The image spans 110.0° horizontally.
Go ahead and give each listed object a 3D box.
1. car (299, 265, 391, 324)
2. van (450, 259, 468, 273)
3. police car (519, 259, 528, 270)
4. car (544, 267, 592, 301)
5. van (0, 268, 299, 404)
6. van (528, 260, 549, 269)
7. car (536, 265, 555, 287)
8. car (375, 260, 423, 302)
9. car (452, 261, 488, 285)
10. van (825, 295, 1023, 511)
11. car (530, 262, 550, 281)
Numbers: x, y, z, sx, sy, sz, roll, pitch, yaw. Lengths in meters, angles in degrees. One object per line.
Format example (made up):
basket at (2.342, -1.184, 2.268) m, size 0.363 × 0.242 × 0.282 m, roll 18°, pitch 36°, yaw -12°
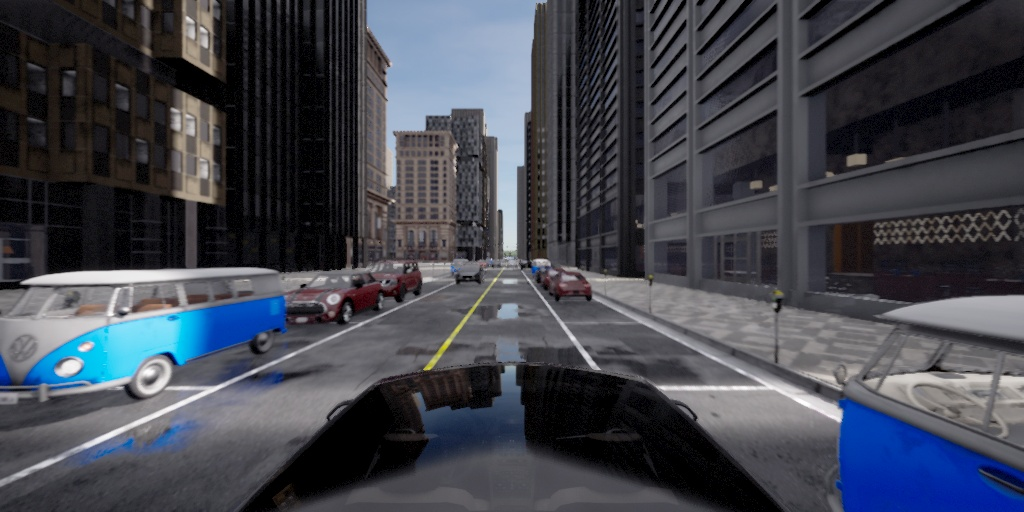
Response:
car at (-5.764, 1.235, 11.822) m, size 1.967 × 1.591 × 4.097 m, roll 0°, pitch 0°, yaw 0°
van at (-5.766, 1.261, 40.028) m, size 1.690 × 1.789 × 3.998 m, roll 0°, pitch 0°, yaw 0°
police car at (2.361, 1.426, 58.802) m, size 1.930 × 1.638 × 5.238 m, roll 0°, pitch 0°, yaw 0°
car at (2.761, 1.402, 17.469) m, size 1.802 × 1.307 × 4.207 m, roll 0°, pitch 0°, yaw 0°
van at (-5.763, 1.111, 6.182) m, size 1.690 × 1.789 × 3.998 m, roll 0°, pitch 0°, yaw 0°
van at (2.759, 1.236, 34.390) m, size 1.690 × 1.789 × 3.998 m, roll 0°, pitch 0°, yaw 0°
car at (2.761, 1.427, 23.109) m, size 1.802 × 1.307 × 4.207 m, roll 0°, pitch 0°, yaw 0°
car at (-5.764, 1.135, 17.464) m, size 2.192 × 1.841 × 5.009 m, roll 0°, pitch 0°, yaw 0°
car at (-3.101, 1.369, 27.326) m, size 1.837 × 1.490 × 4.892 m, roll 0°, pitch 0°, yaw 0°
van at (2.763, 1.086, 0.547) m, size 1.690 × 1.789 × 3.998 m, roll 0°, pitch 0°, yaw 0°
car at (2.760, 1.436, 28.750) m, size 1.948 × 1.339 × 4.313 m, roll 0°, pitch 0°, yaw 0°
